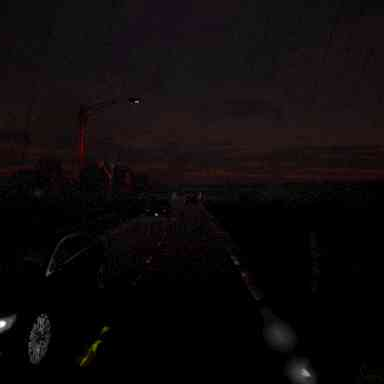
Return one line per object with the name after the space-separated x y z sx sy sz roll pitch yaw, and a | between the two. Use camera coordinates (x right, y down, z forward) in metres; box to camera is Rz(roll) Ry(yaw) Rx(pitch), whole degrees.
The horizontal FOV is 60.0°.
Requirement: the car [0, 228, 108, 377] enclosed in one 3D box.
-2.837 1.451 5.731 2.128 1.511 4.902 0 0 0 | car

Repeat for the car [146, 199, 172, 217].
-2.779 1.357 28.818 2.033 1.411 5.357 0 0 0 | car

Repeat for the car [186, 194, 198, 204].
-0.030 1.214 52.887 2.033 1.411 5.357 0 0 0 | car

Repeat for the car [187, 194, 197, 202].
-0.036 1.136 63.314 1.812 1.442 4.674 0 0 0 | car
